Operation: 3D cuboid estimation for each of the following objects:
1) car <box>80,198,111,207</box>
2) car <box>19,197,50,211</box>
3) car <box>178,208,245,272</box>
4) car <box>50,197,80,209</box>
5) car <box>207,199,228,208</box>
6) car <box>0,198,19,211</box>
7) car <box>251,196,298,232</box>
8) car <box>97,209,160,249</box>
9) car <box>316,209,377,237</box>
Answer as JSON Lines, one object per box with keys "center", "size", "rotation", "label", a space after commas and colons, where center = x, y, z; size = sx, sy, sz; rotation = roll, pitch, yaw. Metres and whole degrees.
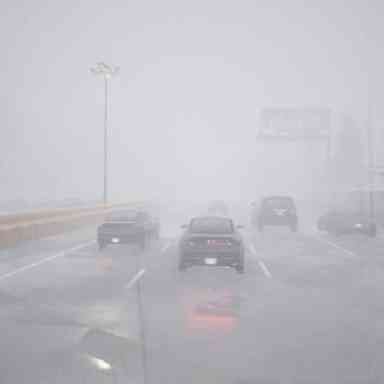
{"center": [-11.071, 1.526, 39.436], "size": [1.837, 1.490, 4.892], "rotation": [0, 0, 5], "label": "car"}
{"center": [-18.044, 1.386, 40.049], "size": [2.128, 1.511, 4.902], "rotation": [0, 0, 5], "label": "car"}
{"center": [0.649, 1.506, 10.862], "size": [1.837, 1.490, 4.892], "rotation": [0, 0, 4], "label": "car"}
{"center": [-14.557, 1.374, 39.743], "size": [1.837, 1.490, 4.892], "rotation": [0, 0, 5], "label": "car"}
{"center": [2.610, 1.511, 34.080], "size": [1.837, 1.490, 4.892], "rotation": [0, 0, 5], "label": "car"}
{"center": [-21.531, 1.491, 40.356], "size": [1.837, 1.490, 4.892], "rotation": [0, 0, 5], "label": "car"}
{"center": [4.913, 1.235, 20.382], "size": [2.150, 2.045, 5.566], "rotation": [0, 0, 5], "label": "car"}
{"center": [-2.589, 1.497, 14.452], "size": [1.837, 1.490, 4.892], "rotation": [0, 0, 4], "label": "car"}
{"center": [8.244, 1.587, 18.135], "size": [1.994, 1.385, 4.181], "rotation": [0, 0, 5], "label": "car"}
